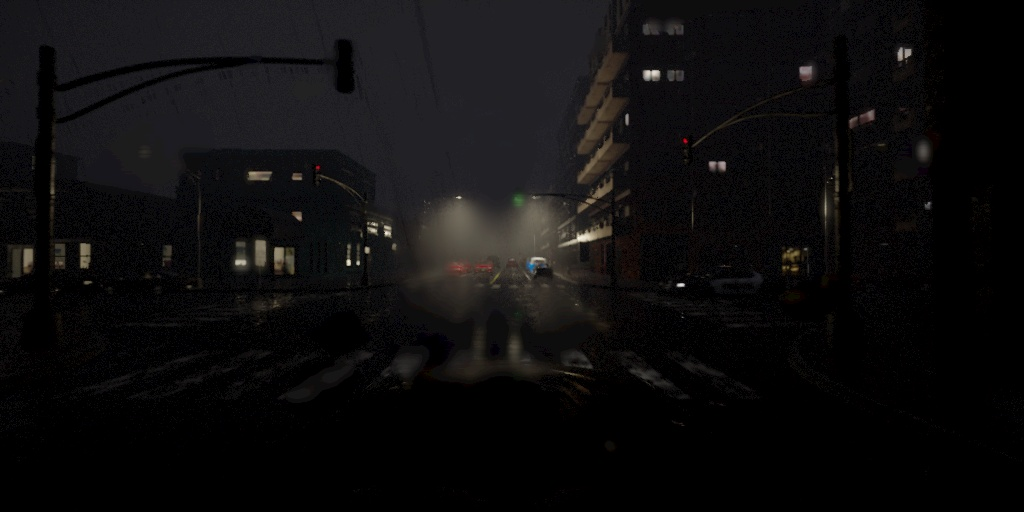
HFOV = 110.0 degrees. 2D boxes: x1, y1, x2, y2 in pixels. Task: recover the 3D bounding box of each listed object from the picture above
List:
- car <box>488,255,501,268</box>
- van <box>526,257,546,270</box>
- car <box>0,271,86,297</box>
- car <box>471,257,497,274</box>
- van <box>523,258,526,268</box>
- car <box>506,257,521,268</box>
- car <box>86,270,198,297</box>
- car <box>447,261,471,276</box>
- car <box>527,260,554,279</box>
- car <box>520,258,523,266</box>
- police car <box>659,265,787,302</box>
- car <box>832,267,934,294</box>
[{"bbox_3d":[-3.020,0.934,58.566,2.150,2.045,5.566,0,0,0],"label":"car"},{"bbox_3d":[2.699,1.074,37.313,1.690,1.789,3.998,0,0,0],"label":"van"},{"bbox_3d":[-25.192,1.487,19.601,4.313,1.339,1.948,0,0,1],"label":"car"},{"bbox_3d":[-3.072,1.209,40.431,1.882,1.535,5.008,0,0,0],"label":"car"},{"bbox_3d":[2.701,1.065,48.476,1.690,1.789,3.998,0,0,0],"label":"van"},{"bbox_3d":[0.013,1.273,61.218,1.994,1.385,4.181,0,0,0],"label":"car"},{"bbox_3d":[-19.710,1.447,19.525,4.403,1.370,2.007,0,0,1],"label":"car"},{"bbox_3d":[-5.682,1.315,37.279,1.802,1.307,4.207,0,0,0],"label":"car"},{"bbox_3d":[2.698,1.288,31.734,2.007,1.370,4.403,0,0,0],"label":"car"},{"bbox_3d":[2.704,1.237,59.806,1.751,1.417,4.829,0,0,0],"label":"car"},{"bbox_3d":[9.388,1.230,16.312,4.974,1.542,2.038,0,-1,1],"label":"police car"},{"bbox_3d":[19.628,1.261,18.976,4.507,1.381,1.888,0,0,1],"label":"car"}]
